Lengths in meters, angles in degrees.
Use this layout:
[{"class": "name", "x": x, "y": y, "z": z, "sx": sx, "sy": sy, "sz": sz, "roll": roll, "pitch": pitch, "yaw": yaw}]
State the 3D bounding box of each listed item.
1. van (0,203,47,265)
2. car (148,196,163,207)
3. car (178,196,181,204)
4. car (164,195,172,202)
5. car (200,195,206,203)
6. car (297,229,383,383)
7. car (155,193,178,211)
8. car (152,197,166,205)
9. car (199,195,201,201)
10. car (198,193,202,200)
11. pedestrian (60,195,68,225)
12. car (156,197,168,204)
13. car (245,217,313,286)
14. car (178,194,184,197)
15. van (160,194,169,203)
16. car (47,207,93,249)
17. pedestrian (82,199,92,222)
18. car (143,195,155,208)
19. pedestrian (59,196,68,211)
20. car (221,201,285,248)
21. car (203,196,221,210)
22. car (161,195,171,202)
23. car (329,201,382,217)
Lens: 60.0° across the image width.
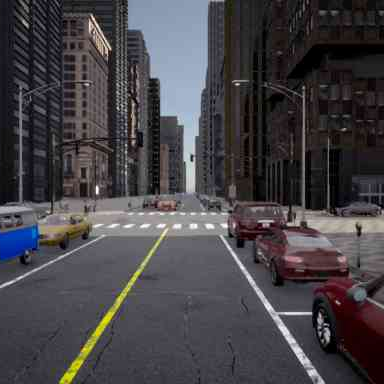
[{"class": "van", "x": -5.766, "y": 1.341, "z": 9.095, "sx": 1.690, "sy": 1.788, "sz": 3.998, "roll": 0, "pitch": 0, "yaw": 0}, {"class": "car", "x": -5.771, "y": 1.450, "z": 53.029, "sx": 1.967, "sy": 1.590, "sz": 4.097, "roll": 0, "pitch": 0, "yaw": 0}, {"class": "car", "x": -3.096, "y": 1.610, "z": 50.832, "sx": 1.895, "sy": 1.301, "sz": 4.718, "roll": 0, "pitch": 0, "yaw": 0}, {"class": "car", "x": -5.773, "y": 1.551, "z": 81.062, "sx": 1.752, "sy": 1.417, "sz": 4.829, "roll": 0, "pitch": 0, "yaw": 0}, {"class": "car", "x": 2.755, "y": 1.560, "z": 53.039, "sx": 2.008, "sy": 1.369, "sz": 4.403, "roll": 0, "pitch": 0, "yaw": 0}, {"class": "car", "x": 2.760, "y": 1.440, "z": 3.429, "sx": 1.967, "sy": 1.590, "sz": 4.097, "roll": 0, "pitch": 0, "yaw": 0}, {"class": "car", "x": -3.046, "y": 1.357, "z": 40.709, "sx": 2.097, "sy": 1.767, "sz": 4.553, "roll": 0, "pitch": 0, "yaw": -2}, {"class": "car", "x": -5.771, "y": 1.578, "z": 58.670, "sx": 1.947, "sy": 1.339, "sz": 4.313, "roll": 0, "pitch": 0, "yaw": 0}, {"class": "car", "x": 2.754, "y": 1.556, "z": 58.679, "sx": 1.887, "sy": 1.381, "sz": 4.507, "roll": 0, "pitch": 0, "yaw": 0}, {"class": "car", "x": 2.753, "y": 1.458, "z": 69.960, "sx": 1.967, "sy": 1.590, "sz": 4.097, "roll": 0, "pitch": 0, "yaw": 0}, {"class": "pedestrian", "x": -8.087, "y": 1.144, "z": 20.975, "sx": 0.375, "sy": 1.860, "sz": 0.375, "roll": 0, "pitch": 0, "yaw": 0}, {"class": "car", "x": -5.771, "y": 1.596, "z": 64.309, "sx": 1.802, "sy": 1.307, "sz": 4.206, "roll": 0, "pitch": 0, "yaw": 0}, {"class": "car", "x": 2.759, "y": 1.582, "z": 9.106, "sx": 1.802, "sy": 1.307, "sz": 4.206, "roll": 0, "pitch": 0, "yaw": 0}, {"class": "car", "x": -3.066, "y": 1.561, "z": 62.978, "sx": 2.033, "sy": 1.411, "sz": 5.357, "roll": 0, "pitch": 0, "yaw": 0}, {"class": "van", "x": -5.773, "y": 1.359, "z": 69.950, "sx": 1.690, "sy": 1.788, "sz": 3.998, "roll": 0, "pitch": 0, "yaw": 0}, {"class": "car", "x": -5.766, "y": 1.526, "z": 14.603, "sx": 1.752, "sy": 1.417, "sz": 4.829, "roll": 0, "pitch": 0, "yaw": 0}, {"class": "pedestrian", "x": -6.924, "y": 1.298, "z": 21.700, "sx": 0.375, "sy": 1.860, "sz": 0.375, "roll": 0, "pitch": 0, "yaw": 0}, {"class": "car", "x": -5.770, "y": 1.322, "z": 47.387, "sx": 2.192, "sy": 1.841, "sz": 5.009, "roll": 0, "pitch": 0, "yaw": 0}, {"class": "pedestrian", "x": -7.930, "y": 1.142, "z": 20.238, "sx": 0.375, "sy": 1.860, "sz": 0.375, "roll": 0, "pitch": 0, "yaw": 0}, {"class": "car", "x": 2.758, "y": 1.315, "z": 14.784, "sx": 2.192, "sy": 1.841, "sz": 5.009, "roll": 0, "pitch": 0, "yaw": 0}, {"class": "car", "x": 2.756, "y": 1.556, "z": 41.757, "sx": 2.008, "sy": 1.369, "sz": 4.403, "roll": 0, "pitch": 0, "yaw": 0}, {"class": "car", "x": -5.773, "y": 1.461, "z": 75.591, "sx": 1.967, "sy": 1.590, "sz": 4.097, "roll": 0, "pitch": 0, "yaw": 0}, {"class": "car", "x": 14.666, "y": 1.527, "z": 29.944, "sx": 4.181, "sy": 1.385, "sz": 1.994, "roll": 0, "pitch": 0, "yaw": 0}]
